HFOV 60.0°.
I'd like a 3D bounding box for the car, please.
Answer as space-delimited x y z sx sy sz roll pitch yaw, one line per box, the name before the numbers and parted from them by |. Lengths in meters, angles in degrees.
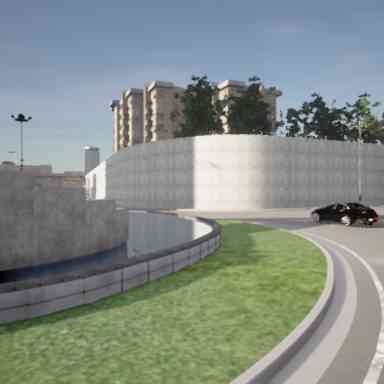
car | 10.147 1.442 22.577 1.837 1.490 4.892 1 0 -18
